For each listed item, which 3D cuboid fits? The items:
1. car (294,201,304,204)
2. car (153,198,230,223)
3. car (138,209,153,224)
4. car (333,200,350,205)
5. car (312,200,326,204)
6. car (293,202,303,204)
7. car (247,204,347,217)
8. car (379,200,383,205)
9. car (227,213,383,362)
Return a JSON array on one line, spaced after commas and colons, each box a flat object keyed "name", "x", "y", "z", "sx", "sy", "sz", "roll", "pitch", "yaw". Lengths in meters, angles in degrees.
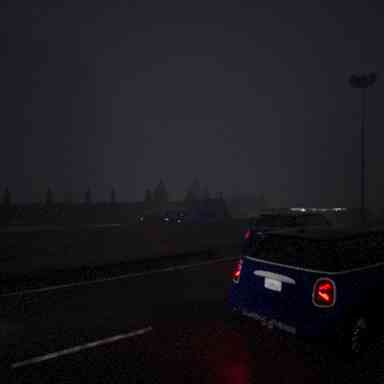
[{"name": "car", "x": 19.730, "y": 2.242, "z": 61.556, "sx": 1.895, "sy": 1.301, "sz": 4.718, "roll": 0, "pitch": 0, "yaw": 18}, {"name": "car", "x": 0.339, "y": 1.419, "z": 23.020, "sx": 2.150, "sy": 2.045, "sz": 5.566, "roll": 0, "pitch": -1, "yaw": 45}, {"name": "car", "x": -1.938, "y": 1.711, "z": 25.731, "sx": 1.837, "sy": 1.490, "sz": 4.892, "roll": 0, "pitch": -1, "yaw": 44}, {"name": "car", "x": 26.432, "y": 2.225, "z": 59.607, "sx": 1.994, "sy": 1.385, "sz": 4.181, "roll": 0, "pitch": 0, "yaw": 18}, {"name": "car", "x": 22.309, "y": 2.134, "z": 58.333, "sx": 1.837, "sy": 1.490, "sz": 4.892, "roll": 0, "pitch": 0, "yaw": 19}, {"name": "car", "x": 5.761, "y": 1.713, "z": 23.665, "sx": 1.882, "sy": 1.535, "sz": 5.008, "roll": 0, "pitch": -1, "yaw": 42}, {"name": "car", "x": 3.897, "y": 1.475, "z": 11.775, "sx": 4.553, "sy": 1.767, "sz": 2.097, "roll": 1, "pitch": -1, "yaw": -41}, {"name": "car", "x": 44.031, "y": 2.273, "z": 75.013, "sx": 1.812, "sy": 1.442, "sz": 4.674, "roll": 0, "pitch": 0, "yaw": 4}, {"name": "car", "x": 2.873, "y": 1.423, "z": 6.295, "sx": 4.553, "sy": 1.767, "sz": 2.097, "roll": 1, "pitch": -1, "yaw": -39}]
